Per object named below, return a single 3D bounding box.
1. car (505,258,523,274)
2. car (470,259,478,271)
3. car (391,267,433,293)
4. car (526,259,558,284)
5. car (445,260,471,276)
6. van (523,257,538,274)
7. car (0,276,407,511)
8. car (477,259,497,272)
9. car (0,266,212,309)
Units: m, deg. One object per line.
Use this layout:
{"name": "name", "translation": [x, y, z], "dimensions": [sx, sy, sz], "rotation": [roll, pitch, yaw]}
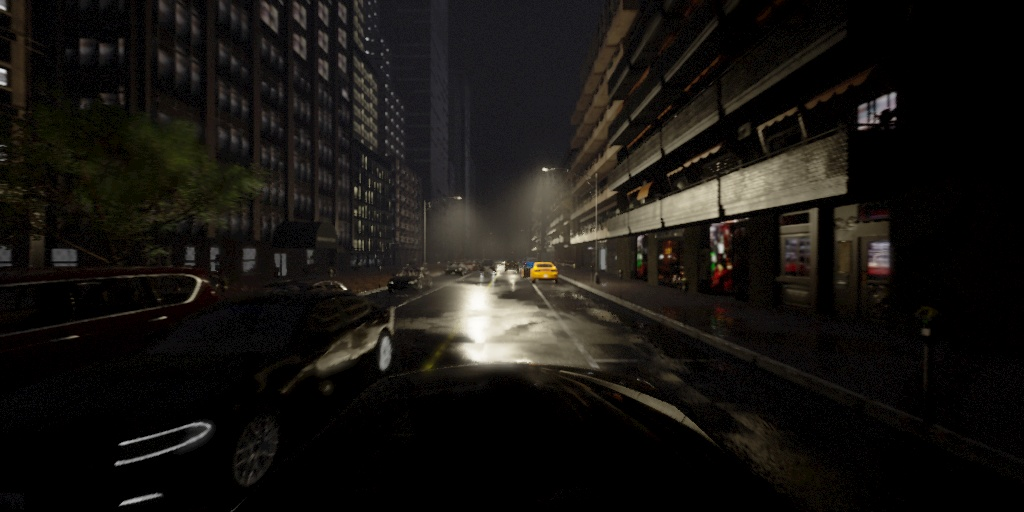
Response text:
{"name": "car", "translation": [0.016, 1.243, 47.690], "dimensions": [2.128, 1.511, 4.902], "rotation": [0, 0, 1]}
{"name": "car", "translation": [-5.702, 1.193, 48.104], "dimensions": [1.967, 1.591, 4.097], "rotation": [0, 0, 0]}
{"name": "car", "translation": [-5.696, 1.297, 20.489], "dimensions": [2.007, 1.370, 4.403], "rotation": [0, 0, 0]}
{"name": "car", "translation": [2.355, 1.225, 27.389], "dimensions": [1.882, 1.535, 5.008], "rotation": [0, 0, 0]}
{"name": "car", "translation": [-5.700, 1.314, 37.057], "dimensions": [1.948, 1.339, 4.313], "rotation": [0, 0, 0]}
{"name": "van", "translation": [2.679, 1.094, 48.104], "dimensions": [1.690, 1.789, 3.998], "rotation": [0, 0, 0]}
{"name": "car", "translation": [-3.101, 1.227, 4.690], "dimensions": [1.882, 1.535, 5.008], "rotation": [0, 0, 0]}
{"name": "car", "translation": [-3.090, 1.278, 46.705], "dimensions": [1.812, 1.442, 4.674], "rotation": [0, 0, 0]}
{"name": "car", "translation": [-5.692, 1.064, 3.920], "dimensions": [2.192, 1.841, 5.009], "rotation": [0, 0, 0]}
